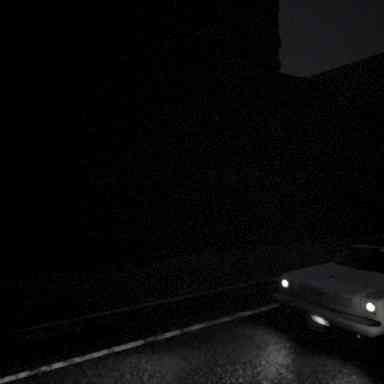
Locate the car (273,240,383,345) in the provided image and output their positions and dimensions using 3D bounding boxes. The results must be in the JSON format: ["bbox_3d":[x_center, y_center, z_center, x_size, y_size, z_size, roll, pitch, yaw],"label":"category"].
[{"bbox_3d":[3.751,1.660,6.325,4.718,1.301,1.895,1,0,-35],"label":"car"}]
